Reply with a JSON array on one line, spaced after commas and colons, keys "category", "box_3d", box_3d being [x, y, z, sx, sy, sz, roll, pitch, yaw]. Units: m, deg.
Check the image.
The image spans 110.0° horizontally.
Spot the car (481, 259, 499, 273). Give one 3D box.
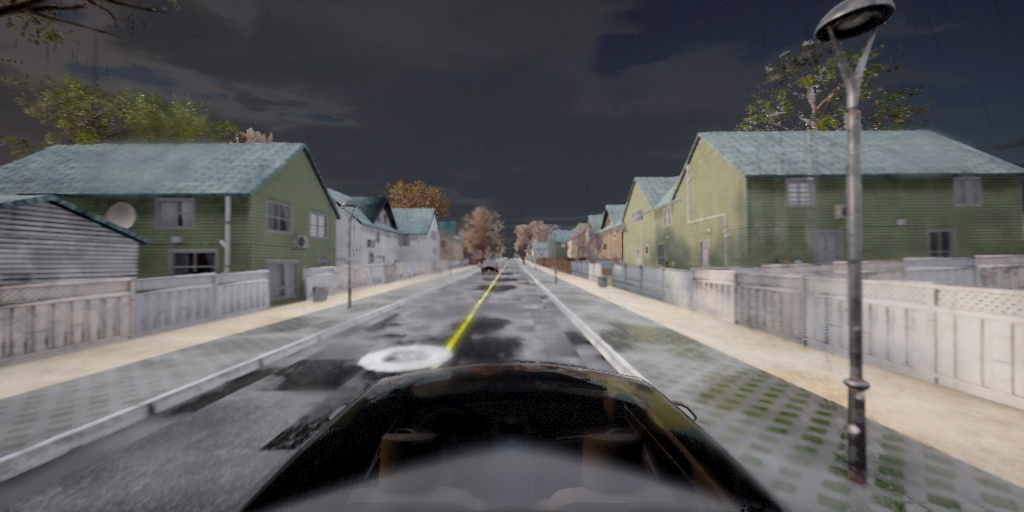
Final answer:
[{"category": "car", "box_3d": [-2.807, 1.204, 45.825, 2.097, 1.767, 4.553, 0, 0, 0]}]
